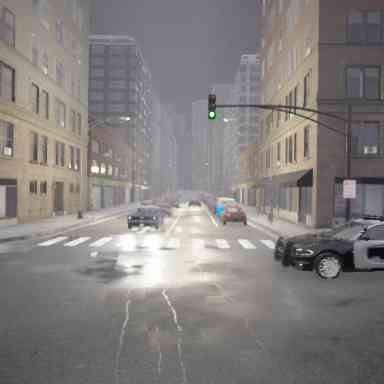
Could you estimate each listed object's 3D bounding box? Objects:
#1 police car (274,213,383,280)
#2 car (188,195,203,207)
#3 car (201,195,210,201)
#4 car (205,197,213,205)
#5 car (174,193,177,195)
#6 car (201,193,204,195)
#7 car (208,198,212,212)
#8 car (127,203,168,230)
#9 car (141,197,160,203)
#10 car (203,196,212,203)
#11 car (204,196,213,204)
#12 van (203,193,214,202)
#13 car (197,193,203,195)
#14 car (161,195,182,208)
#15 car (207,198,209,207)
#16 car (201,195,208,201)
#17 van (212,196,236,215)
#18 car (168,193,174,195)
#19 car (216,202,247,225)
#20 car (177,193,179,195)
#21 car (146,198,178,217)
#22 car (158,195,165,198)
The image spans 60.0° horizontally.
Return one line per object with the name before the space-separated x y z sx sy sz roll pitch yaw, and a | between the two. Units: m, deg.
police car | 5.104 1.465 9.655 5.238 1.638 1.930 -1 0 0
car | 0.453 1.601 52.870 1.812 1.442 4.674 1 0 0
car | 3.461 1.611 85.510 1.947 1.339 4.313 1 0 0
car | 3.169 1.708 46.642 1.802 1.307 4.206 1 0 0
car | -5.143 1.259 74.473 2.192 1.841 5.009 1 0 0
car | 3.298 1.411 63.301 2.192 1.841 5.009 1 0 0
car | 3.085 1.663 35.537 1.887 1.381 4.507 1 0 0
car | -2.872 1.600 21.412 1.895 1.301 4.718 1 0 1
car | -5.399 1.578 41.160 1.802 1.307 4.206 1 0 0
car | 3.377 1.655 74.405 1.802 1.307 4.206 1 0 0
car | 3.211 1.701 52.199 1.802 1.307 4.206 1 0 0
van | 3.256 1.448 57.750 1.690 1.788 3.998 1 0 0
car | 0.528 1.532 62.871 1.882 1.535 5.008 1 0 0
car | -2.671 1.585 45.760 2.033 1.411 5.357 1 0 1
car | 3.127 1.708 41.092 1.802 1.307 4.206 1 0 0
car | 3.506 1.550 91.231 1.752 1.417 4.829 1 0 0
van | 3.046 1.447 29.986 1.690 1.788 3.998 1 0 0
car | -5.225 1.282 63.369 2.192 1.841 5.009 1 0 0
car | 3.002 1.677 24.434 1.802 1.307 4.206 1 0 0
car | -5.063 1.461 85.581 1.887 1.381 4.507 1 0 0
car | -2.787 1.569 32.100 2.033 1.411 5.357 1 0 1
car | -5.312 1.540 52.266 2.008 1.369 4.403 1 0 0
